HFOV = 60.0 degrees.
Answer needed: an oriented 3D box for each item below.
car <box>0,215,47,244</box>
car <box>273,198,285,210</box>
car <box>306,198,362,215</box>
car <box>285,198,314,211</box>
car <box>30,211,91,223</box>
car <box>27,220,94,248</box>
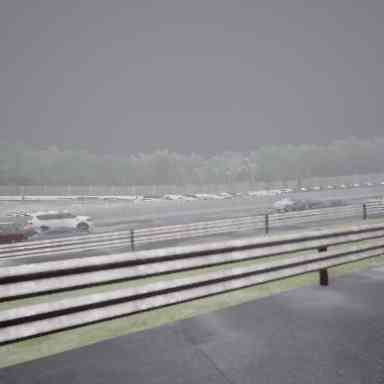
[{"bbox_3d":[-13.944,3.138,25.719,4.553,1.767,2.097,-4,2,-23],"label":"car"},{"bbox_3d":[12.015,1.449,40.470,4.674,1.442,1.812,-4,2,-23],"label":"car"},{"bbox_3d":[14.738,1.529,34.022,5.357,1.411,2.033,-4,2,-23],"label":"car"},{"bbox_3d":[13.378,1.445,37.246,4.902,1.511,2.128,-4,2,-23],"label":"car"},{"bbox_3d":[-11.955,2.769,30.356,5.566,2.045,2.150,-4,2,-23],"label":"car"},{"bbox_3d":[-9.232,3.185,23.911,4.181,1.385,1.994,-4,2,-23],"label":"car"}]
